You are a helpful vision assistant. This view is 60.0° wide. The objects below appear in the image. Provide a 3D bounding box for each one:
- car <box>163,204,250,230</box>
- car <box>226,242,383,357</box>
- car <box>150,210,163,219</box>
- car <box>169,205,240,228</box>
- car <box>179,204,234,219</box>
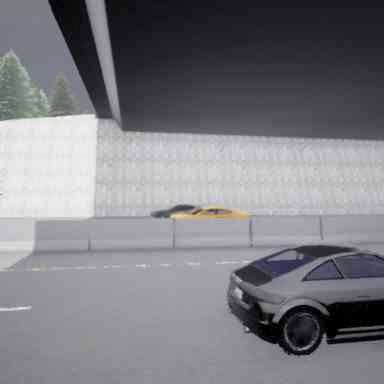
[{"bbox_3d":[1.001,1.598,19.892,5.008,1.535,1.882,0,0,-11],"label":"car"},{"bbox_3d":[2.716,1.608,5.764,4.181,1.385,1.994,0,0,-11],"label":"car"},{"bbox_3d":[-0.995,1.678,26.625,4.674,1.442,1.812,0,0,-11],"label":"car"},{"bbox_3d":[0.840,1.666,23.412,4.674,1.442,1.812,0,0,-11],"label":"car"},{"bbox_3d":[1.277,1.785,30.633,4.718,1.301,1.895,0,0,-11],"label":"car"}]
